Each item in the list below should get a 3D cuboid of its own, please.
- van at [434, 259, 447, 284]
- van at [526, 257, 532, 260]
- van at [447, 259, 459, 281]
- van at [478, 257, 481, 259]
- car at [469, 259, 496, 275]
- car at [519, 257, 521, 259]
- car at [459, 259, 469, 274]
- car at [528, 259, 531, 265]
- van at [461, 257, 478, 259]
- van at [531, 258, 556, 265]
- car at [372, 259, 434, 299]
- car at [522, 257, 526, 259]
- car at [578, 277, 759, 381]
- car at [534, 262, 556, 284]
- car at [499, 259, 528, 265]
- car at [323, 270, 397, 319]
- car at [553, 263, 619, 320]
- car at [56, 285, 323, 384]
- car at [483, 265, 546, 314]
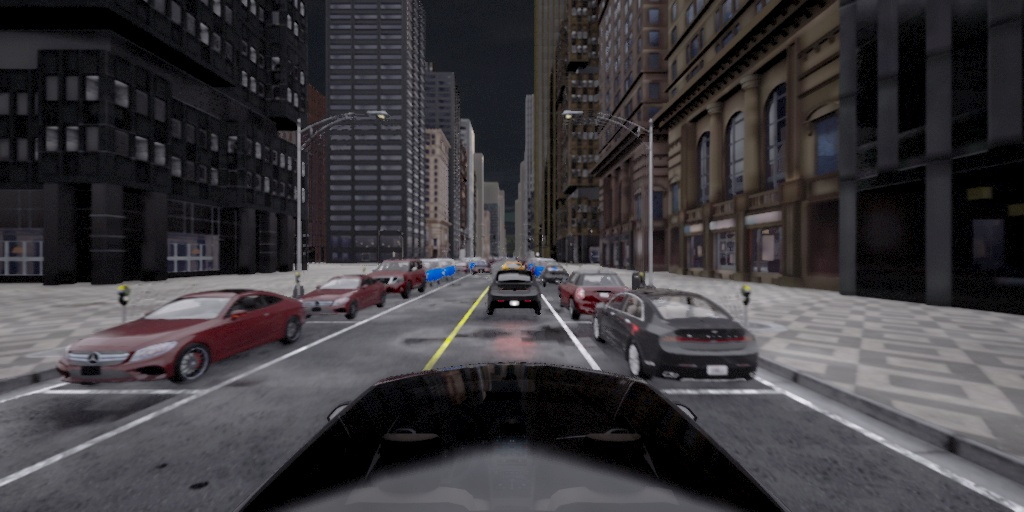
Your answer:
[{"bbox_3d":[-5.763,1.093,24.032,1.690,1.789,3.998,0,0,0],"label":"van"},{"bbox_3d":[2.762,1.098,41.074,1.690,1.789,3.998,0,0,0],"label":"van"},{"bbox_3d":[-5.763,1.094,29.710,1.690,1.789,3.998,0,0,0],"label":"van"},{"bbox_3d":[-5.763,1.106,58.097,1.690,1.789,3.998,0,0,0],"label":"van"},{"bbox_3d":[-3.095,1.320,38.188,1.994,1.385,4.181,0,0,0],"label":"car"},{"bbox_3d":[2.762,1.082,63.784,2.192,1.841,5.009,0,0,0],"label":"car"},{"bbox_3d":[-5.763,1.339,41.064,1.802,1.307,4.207,0,0,0],"label":"car"},{"bbox_3d":[2.762,1.300,35.397,1.888,1.381,4.507,0,0,0],"label":"car"},{"bbox_3d":[-5.763,1.100,46.742,1.690,1.789,3.998,0,0,0],"label":"van"},{"bbox_3d":[2.762,1.094,29.719,1.690,1.789,3.998,0,0,0],"label":"van"},{"bbox_3d":[-5.763,1.066,18.355,2.192,1.841,5.009,0,0,0],"label":"car"},{"bbox_3d":[2.762,1.202,52.429,1.967,1.591,4.097,0,0,0],"label":"car"},{"bbox_3d":[2.762,1.301,7.008,2.007,1.370,4.403,0,0,0],"label":"car"},{"bbox_3d":[2.762,1.302,24.042,2.007,1.370,4.403,0,0,0],"label":"car"},{"bbox_3d":[0.090,1.231,30.479,1.882,1.535,5.008,0,0,0],"label":"car"},{"bbox_3d":[-5.763,1.333,12.677,1.802,1.307,4.207,0,0,0],"label":"car"},{"bbox_3d":[2.762,1.190,12.686,1.967,1.591,4.097,0,0,0],"label":"car"},{"bbox_3d":[-5.763,1.333,7.000,1.802,1.307,4.207,0,0,0],"label":"car"},{"bbox_3d":[0.086,1.256,13.851,1.837,1.490,4.892,0,0,0],"label":"car"}]
